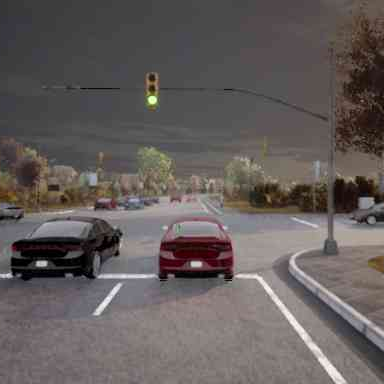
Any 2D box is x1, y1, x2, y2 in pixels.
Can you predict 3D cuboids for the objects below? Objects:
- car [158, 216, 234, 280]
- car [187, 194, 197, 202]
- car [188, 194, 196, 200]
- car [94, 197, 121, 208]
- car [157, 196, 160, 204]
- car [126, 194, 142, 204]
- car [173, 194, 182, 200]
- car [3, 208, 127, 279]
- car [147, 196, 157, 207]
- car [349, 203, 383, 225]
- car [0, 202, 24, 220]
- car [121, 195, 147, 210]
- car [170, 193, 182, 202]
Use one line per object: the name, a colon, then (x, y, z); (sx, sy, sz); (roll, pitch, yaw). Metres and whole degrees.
car: (0.100, 1.464, 9.956); (1.882, 1.535, 5.008); (0, 0, 0)
car: (0.018, 1.254, 71.616); (2.097, 1.767, 4.553); (0, 0, 0)
car: (0.060, 1.221, 81.616); (1.882, 1.535, 5.008); (0, 0, 1)
car: (-10.576, 1.424, 40.897); (1.882, 1.535, 5.008); (0, 0, 0)
car: (-6.989, 1.467, 61.526); (2.033, 1.411, 5.357); (0, 0, 0)
car: (-10.489, 1.273, 60.385); (2.097, 1.767, 4.553); (0, 0, 0)
car: (-3.440, 1.221, 81.638); (1.882, 1.535, 5.008); (0, 0, 1)
car: (-3.398, 1.464, 9.994); (1.882, 1.535, 5.008); (0, 0, 0)
car: (-7.030, 1.481, 50.868); (2.033, 1.411, 5.357); (0, 0, 0)
car: (13.384, 1.474, 22.773); (4.892, 1.490, 1.837); (0, 0, 3)
car: (-14.405, 1.461, 23.824); (4.902, 1.511, 2.128); (0, 0, 20)
car: (-7.081, 1.472, 41.276); (1.812, 1.442, 4.674); (0, 0, 0)
car: (-3.483, 1.124, 71.260); (2.150, 2.045, 5.566); (0, 0, 0)
